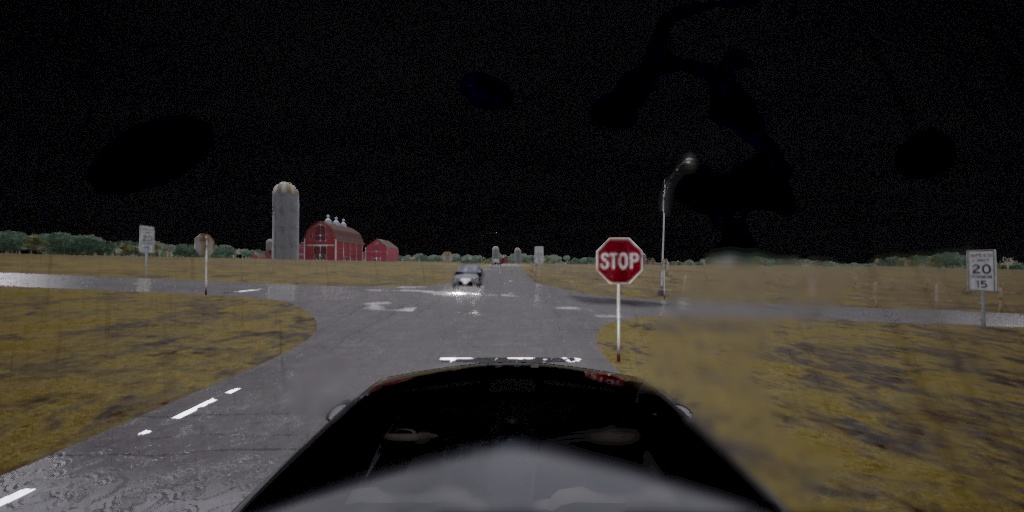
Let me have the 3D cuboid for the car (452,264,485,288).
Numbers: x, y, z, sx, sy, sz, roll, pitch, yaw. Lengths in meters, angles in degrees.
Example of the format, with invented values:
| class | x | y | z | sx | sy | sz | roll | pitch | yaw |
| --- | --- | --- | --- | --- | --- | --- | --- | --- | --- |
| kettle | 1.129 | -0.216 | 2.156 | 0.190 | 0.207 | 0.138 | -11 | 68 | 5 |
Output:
| class | x | y | z | sx | sy | sz | roll | pitch | yaw |
| --- | --- | --- | --- | --- | --- | --- | --- | --- | --- |
| car | -2.878 | 1.320 | 24.390 | 2.128 | 1.511 | 4.902 | 0 | 1 | 0 |
